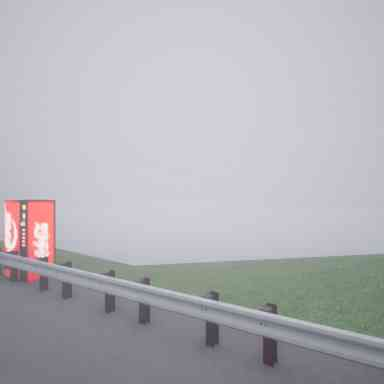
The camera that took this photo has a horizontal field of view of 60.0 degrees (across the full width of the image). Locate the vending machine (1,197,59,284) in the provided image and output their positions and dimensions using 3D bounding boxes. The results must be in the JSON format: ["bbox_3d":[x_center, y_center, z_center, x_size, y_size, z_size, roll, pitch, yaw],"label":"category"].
[{"bbox_3d":[-4.296,1.195,8.838,0.880,2.100,1.100,0,0,36],"label":"vending machine"}]
